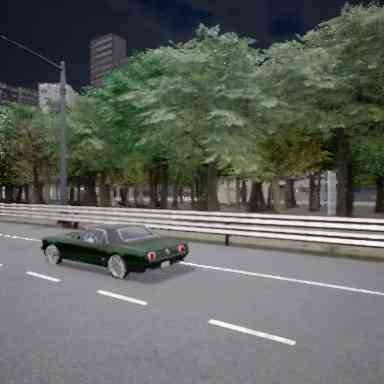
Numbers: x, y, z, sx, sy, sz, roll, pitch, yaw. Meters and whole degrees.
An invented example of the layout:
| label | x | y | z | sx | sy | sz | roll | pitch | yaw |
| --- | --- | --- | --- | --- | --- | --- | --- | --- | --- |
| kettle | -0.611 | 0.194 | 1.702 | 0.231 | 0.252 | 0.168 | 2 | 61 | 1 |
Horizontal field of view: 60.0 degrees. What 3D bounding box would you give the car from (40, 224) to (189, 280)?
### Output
| label | x | y | z | sx | sy | sz | roll | pitch | yaw |
| --- | --- | --- | --- | --- | --- | --- | --- | --- | --- |
| car | -2.499 | 1.602 | 9.952 | 4.718 | 1.301 | 1.895 | 0 | 0 | 36 |
